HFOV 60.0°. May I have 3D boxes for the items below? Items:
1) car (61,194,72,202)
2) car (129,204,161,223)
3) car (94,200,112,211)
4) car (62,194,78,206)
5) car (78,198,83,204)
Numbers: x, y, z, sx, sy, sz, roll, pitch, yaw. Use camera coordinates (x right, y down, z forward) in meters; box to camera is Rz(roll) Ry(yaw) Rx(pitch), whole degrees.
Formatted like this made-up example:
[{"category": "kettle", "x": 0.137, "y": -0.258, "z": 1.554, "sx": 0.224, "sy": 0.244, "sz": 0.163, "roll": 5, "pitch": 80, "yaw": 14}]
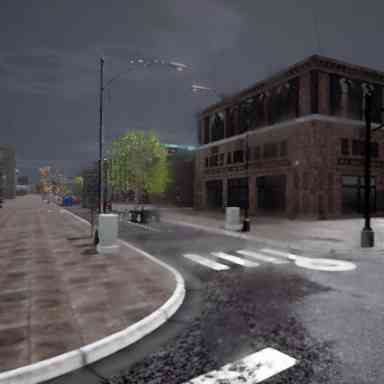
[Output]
[{"category": "car", "x": -32.749, "y": 1.498, "z": 86.973, "sx": 2.192, "sy": 1.841, "sz": 5.009, "roll": 1, "pitch": -1, "yaw": -26}, {"category": "car", "x": -3.766, "y": 1.649, "z": 26.356, "sx": 2.008, "sy": 1.369, "sz": 4.403, "roll": 1, "pitch": -1, "yaw": -26}, {"category": "car", "x": -11.318, "y": 1.666, "z": 42.096, "sx": 1.887, "sy": 1.381, "sz": 4.507, "roll": 1, "pitch": -1, "yaw": -26}, {"category": "car", "x": -21.237, "y": 1.581, "z": 57.137, "sx": 1.882, "sy": 1.535, "sz": 5.008, "roll": 1, "pitch": -1, "yaw": -26}, {"category": "car", "x": -20.845, "y": 1.731, "z": 62.040, "sx": 1.802, "sy": 1.307, "sz": 4.206, "roll": 1, "pitch": -1, "yaw": -26}]
